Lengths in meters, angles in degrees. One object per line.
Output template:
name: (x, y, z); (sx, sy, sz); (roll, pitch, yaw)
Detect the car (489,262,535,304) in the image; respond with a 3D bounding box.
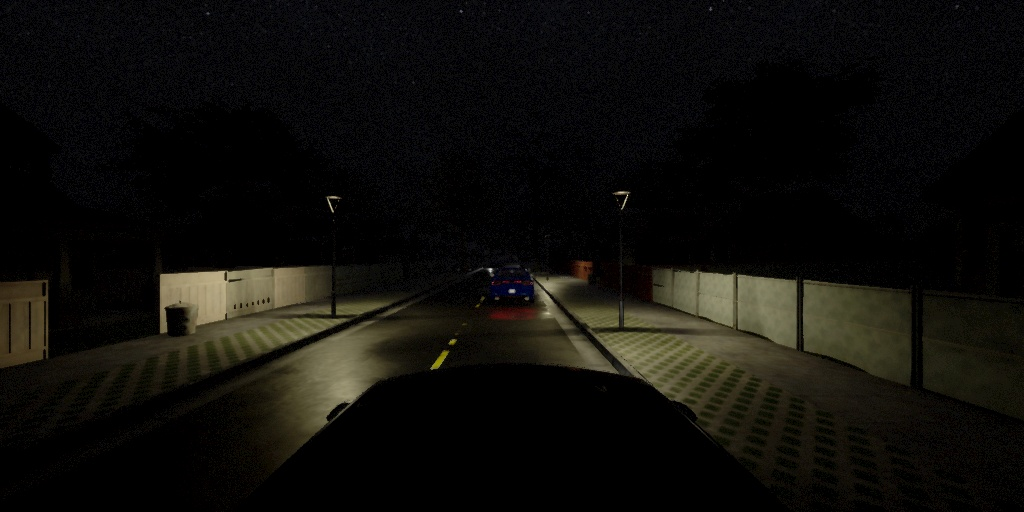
car: (0.000, 1.237, 16.501); (1.882, 1.535, 5.008); (0, 0, 0)

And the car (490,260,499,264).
car: (-2.750, 1.324, 60.501); (1.812, 1.442, 4.674); (0, 0, 0)
